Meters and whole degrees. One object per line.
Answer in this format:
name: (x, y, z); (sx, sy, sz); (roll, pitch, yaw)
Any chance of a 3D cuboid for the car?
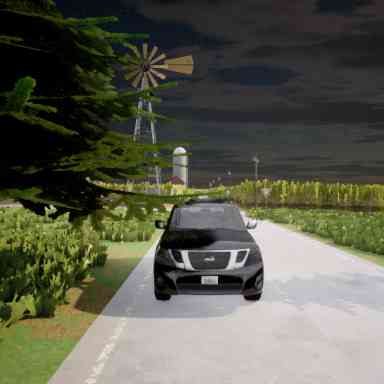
car: (0.334, 1.221, 8.702); (2.150, 2.045, 5.566); (0, 0, 0)
